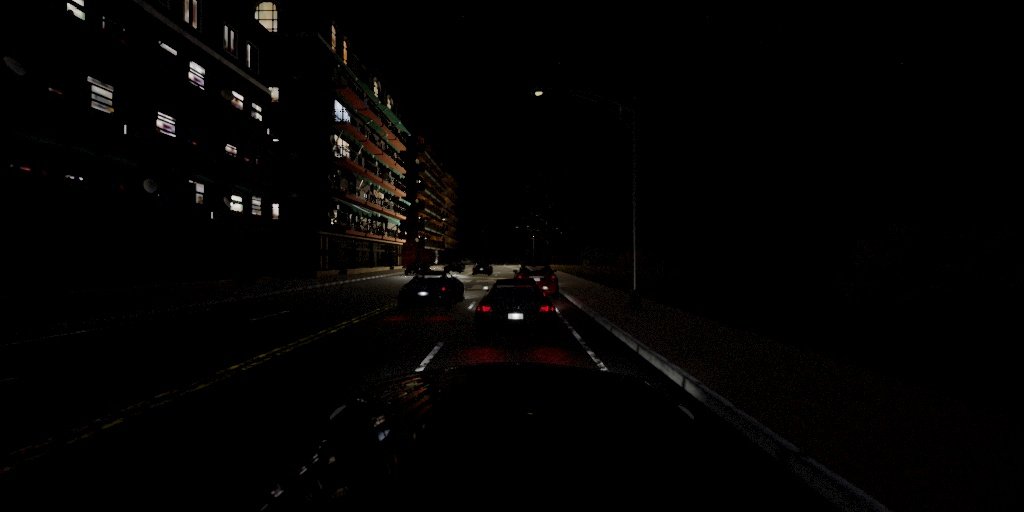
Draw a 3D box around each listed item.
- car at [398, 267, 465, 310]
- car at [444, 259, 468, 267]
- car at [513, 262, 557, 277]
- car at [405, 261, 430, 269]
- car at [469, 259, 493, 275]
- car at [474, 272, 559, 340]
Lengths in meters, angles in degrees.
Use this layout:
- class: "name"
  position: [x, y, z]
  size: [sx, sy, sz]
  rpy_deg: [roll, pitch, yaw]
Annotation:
- class: "car"
  position: [-3.147, 1.315, 14.694]
  size: [1.994, 1.385, 4.181]
  rpy_deg: [0, 0, 0]
- class: "car"
  position: [-6.587, 1.353, 41.150]
  size: [1.895, 1.301, 4.718]
  rpy_deg: [0, 0, 0]
- class: "car"
  position: [1.143, 1.103, 18.587]
  size: [2.097, 1.767, 4.553]
  rpy_deg: [0, 0, 0]
- class: "car"
  position: [-9.838, 1.278, 37.611]
  size: [1.812, 1.442, 4.674]
  rpy_deg: [0, 0, 0]
- class: "car"
  position: [-3.137, 1.317, 39.024]
  size: [1.994, 1.385, 4.181]
  rpy_deg: [0, 0, 0]
- class: "car"
  position: [0.097, 1.315, 10.007]
  size: [1.994, 1.385, 4.181]
  rpy_deg: [0, 0, 0]
